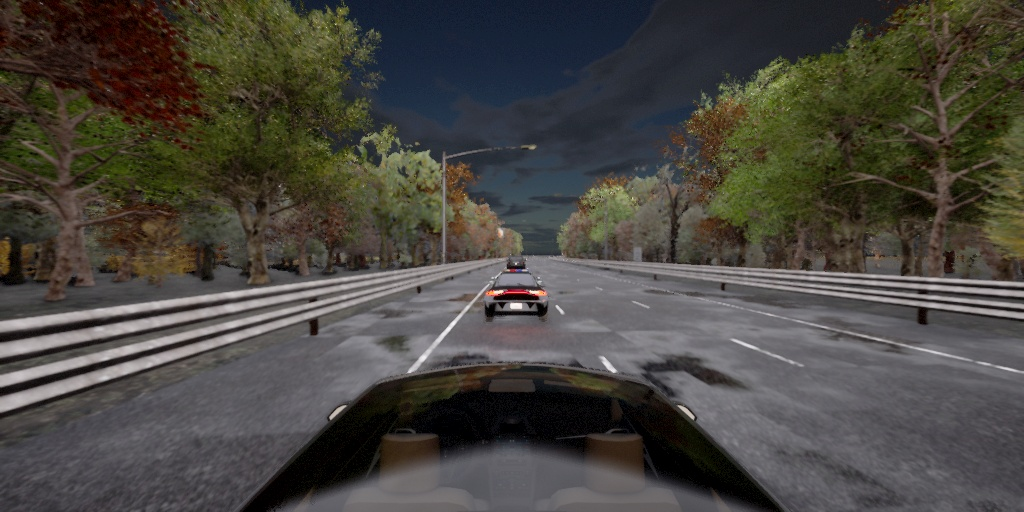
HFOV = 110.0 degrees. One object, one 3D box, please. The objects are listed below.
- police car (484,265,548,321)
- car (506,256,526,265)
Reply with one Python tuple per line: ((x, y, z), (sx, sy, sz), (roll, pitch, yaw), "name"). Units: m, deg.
((0.135, 1.252, 12.654), (2.038, 1.542, 4.974), (0, 0, 0), "police car")
((0.489, 0.962, 42.132), (2.150, 2.045, 5.566), (0, 0, 1), "car")
